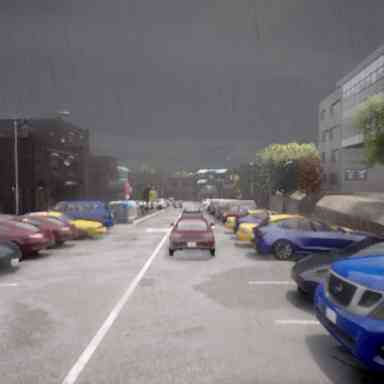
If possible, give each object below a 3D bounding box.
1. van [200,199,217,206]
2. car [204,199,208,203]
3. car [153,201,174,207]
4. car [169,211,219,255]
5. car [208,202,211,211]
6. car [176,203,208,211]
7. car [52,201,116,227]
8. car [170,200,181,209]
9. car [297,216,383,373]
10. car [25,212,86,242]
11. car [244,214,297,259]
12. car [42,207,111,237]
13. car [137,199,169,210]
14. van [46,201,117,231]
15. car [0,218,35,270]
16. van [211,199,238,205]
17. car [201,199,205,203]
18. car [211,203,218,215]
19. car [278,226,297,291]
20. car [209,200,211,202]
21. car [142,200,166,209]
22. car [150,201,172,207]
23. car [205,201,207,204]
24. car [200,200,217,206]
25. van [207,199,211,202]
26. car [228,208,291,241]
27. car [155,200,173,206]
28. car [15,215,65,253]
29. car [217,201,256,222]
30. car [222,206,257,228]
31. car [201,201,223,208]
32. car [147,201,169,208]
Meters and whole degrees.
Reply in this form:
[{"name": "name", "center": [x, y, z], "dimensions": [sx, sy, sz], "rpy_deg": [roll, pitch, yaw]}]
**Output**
[{"name": "van", "center": [4.536, 2.925, 91.038], "dimensions": [4.442, 1.987, 1.878], "rpy_deg": [0, -1, 0]}, {"name": "car", "center": [4.620, 2.304, 51.934], "dimensions": [4.553, 1.767, 2.185], "rpy_deg": [0, -1, 0]}, {"name": "car", "center": [-7.492, 3.091, 87.658], "dimensions": [5.366, 1.575, 1.946], "rpy_deg": [0, -1, 0]}, {"name": "car", "center": [0.005, 1.778, 14.393], "dimensions": [1.812, 1.442, 4.674], "rpy_deg": [0, -1, 0]}, {"name": "car", "center": [4.646, 2.172, 38.092], "dimensions": [5.008, 1.535, 2.097], "rpy_deg": [0, -1, 0]}, {"name": "car", "center": [0.005, 2.023, 29.343], "dimensions": [2.128, 1.511, 4.902], "rpy_deg": [0, -1, 0]}, {"name": "car", "center": [-7.708, 1.603, 20.936], "dimensions": [5.566, 2.045, 2.435], "rpy_deg": [0, -1, 0]}, {"name": "car", "center": [-2.998, 2.826, 71.038], "dimensions": [2.128, 1.511, 4.902], "rpy_deg": [0, -1, 0]}, {"name": "car", "center": [4.621, 1.296, 4.453], "dimensions": [5.566, 2.045, 2.435], "rpy_deg": [0, -1, 0]}, {"name": "car", "center": [-7.677, 1.790, 15.350], "dimensions": [4.674, 1.452, 2.002], "rpy_deg": [0, -1, 0]}, {"name": "car", "center": [4.679, 1.733, 12.828], "dimensions": [4.792, 1.488, 2.163], "rpy_deg": [0, -1, 0]}, {"name": "car", "center": [-7.494, 1.801, 18.266], "dimensions": [5.366, 1.575, 1.946], "rpy_deg": [0, -1, 0]}, {"name": "car", "center": [-7.706, 2.406, 64.160], "dimensions": [5.566, 2.045, 2.435], "rpy_deg": [0, -1, 0]}, {"name": "van", "center": [-7.796, 1.680, 23.726], "dimensions": [4.442, 1.987, 1.878], "rpy_deg": [0, -1, 0]}, {"name": "car", "center": [-7.651, 1.678, 9.894], "dimensions": [4.792, 1.488, 2.163], "rpy_deg": [0, -1, 0]}, {"name": "van", "center": [4.534, 1.893, 35.178], "dimensions": [4.442, 1.987, 1.878], "rpy_deg": [0, -1, 0]}, {"name": "car", "center": [4.679, 2.231, 54.731], "dimensions": [5.566, 2.045, 2.435], "rpy_deg": [0, -1, 0]}, {"name": "car", "center": [4.657, 2.068, 32.381], "dimensions": [4.892, 1.521, 2.231], "rpy_deg": [0, -1, 0]}, {"name": "car", "center": [4.621, 1.629, 7.241], "dimensions": [4.792, 1.488, 2.163], "rpy_deg": [0, -1, 0]}, {"name": "car", "center": [4.682, 2.097, 40.763], "dimensions": [4.553, 1.767, 2.185], "rpy_deg": [0, -1, 0]}, {"name": "car", "center": [-7.647, 2.584, 66.970], "dimensions": [4.553, 1.767, 2.185], "rpy_deg": [0, -1, 0]}, {"name": "car", "center": [-7.862, 3.036, 84.719], "dimensions": [5.366, 1.575, 1.946], "rpy_deg": [0, -1, 0]}, {"name": "car", "center": [4.679, 2.408, 49.141], "dimensions": [4.792, 1.488, 2.163], "rpy_deg": [0, -1, 0]}, {"name": "car", "center": [4.647, 3.177, 93.843], "dimensions": [4.892, 1.521, 2.231], "rpy_deg": [0, 0, 0]}, {"name": "van", "center": [4.768, 2.100, 46.350], "dimensions": [4.442, 1.987, 1.878], "rpy_deg": [0, -1, 0]}, {"name": "car", "center": [4.679, 1.837, 18.415], "dimensions": [4.792, 1.488, 2.163], "rpy_deg": [0, -1, 0]}, {"name": "car", "center": [-7.646, 3.018, 90.601], "dimensions": [4.553, 1.767, 2.185], "rpy_deg": [0, -1, 0]}, {"name": "car", "center": [-7.677, 1.741, 12.683], "dimensions": [4.674, 1.452, 2.002], "rpy_deg": [0, -1, 0]}, {"name": "car", "center": [4.618, 1.837, 26.798], "dimensions": [4.553, 1.767, 2.185], "rpy_deg": [0, -1, 0]}, {"name": "car", "center": [4.836, 1.856, 21.208], "dimensions": [5.366, 1.575, 1.946], "rpy_deg": [0, -1, 0]}, {"name": "car", "center": [4.646, 2.897, 77.072], "dimensions": [5.008, 1.535, 2.097], "rpy_deg": [0, -1, 0]}, {"name": "car", "center": [-7.707, 2.905, 75.906], "dimensions": [4.792, 1.488, 2.163], "rpy_deg": [0, -1, 0]}]
